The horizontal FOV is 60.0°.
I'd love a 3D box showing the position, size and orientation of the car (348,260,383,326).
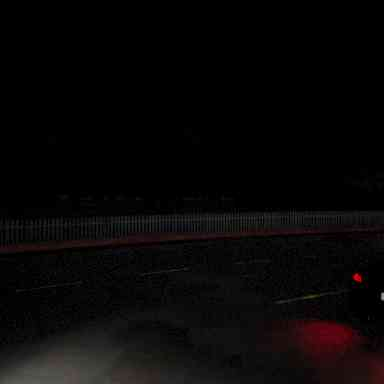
[{"bbox_3d":[4.804,1.564,5.766,4.181,1.385,1.994,0,0,-24],"label":"car"}]
